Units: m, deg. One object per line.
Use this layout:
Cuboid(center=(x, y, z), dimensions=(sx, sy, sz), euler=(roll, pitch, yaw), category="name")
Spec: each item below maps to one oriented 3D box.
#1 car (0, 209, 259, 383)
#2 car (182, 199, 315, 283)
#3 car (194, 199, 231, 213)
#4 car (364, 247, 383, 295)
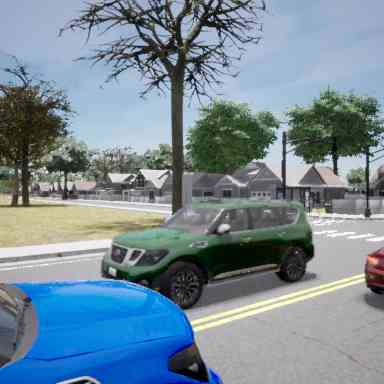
Cuboid(center=(-2.410, 1.221, 1.722), dimensions=(5.566, 2.045, 2.150), euler=(0, 0, -36), category="car")
Cuboid(center=(0.690, 1.224, 8.153), dimensions=(5.566, 2.045, 2.150), euler=(0, 0, -35), category="car")
Cuboid(center=(2.310, 1.571, 38.552), dimensions=(1.812, 1.442, 4.674), euler=(0, 0, -35), category="car")
Cuboid(center=(5.668, 1.527, 7.454), dimensions=(4.674, 1.442, 1.812), euler=(0, 0, -36), category="car")
